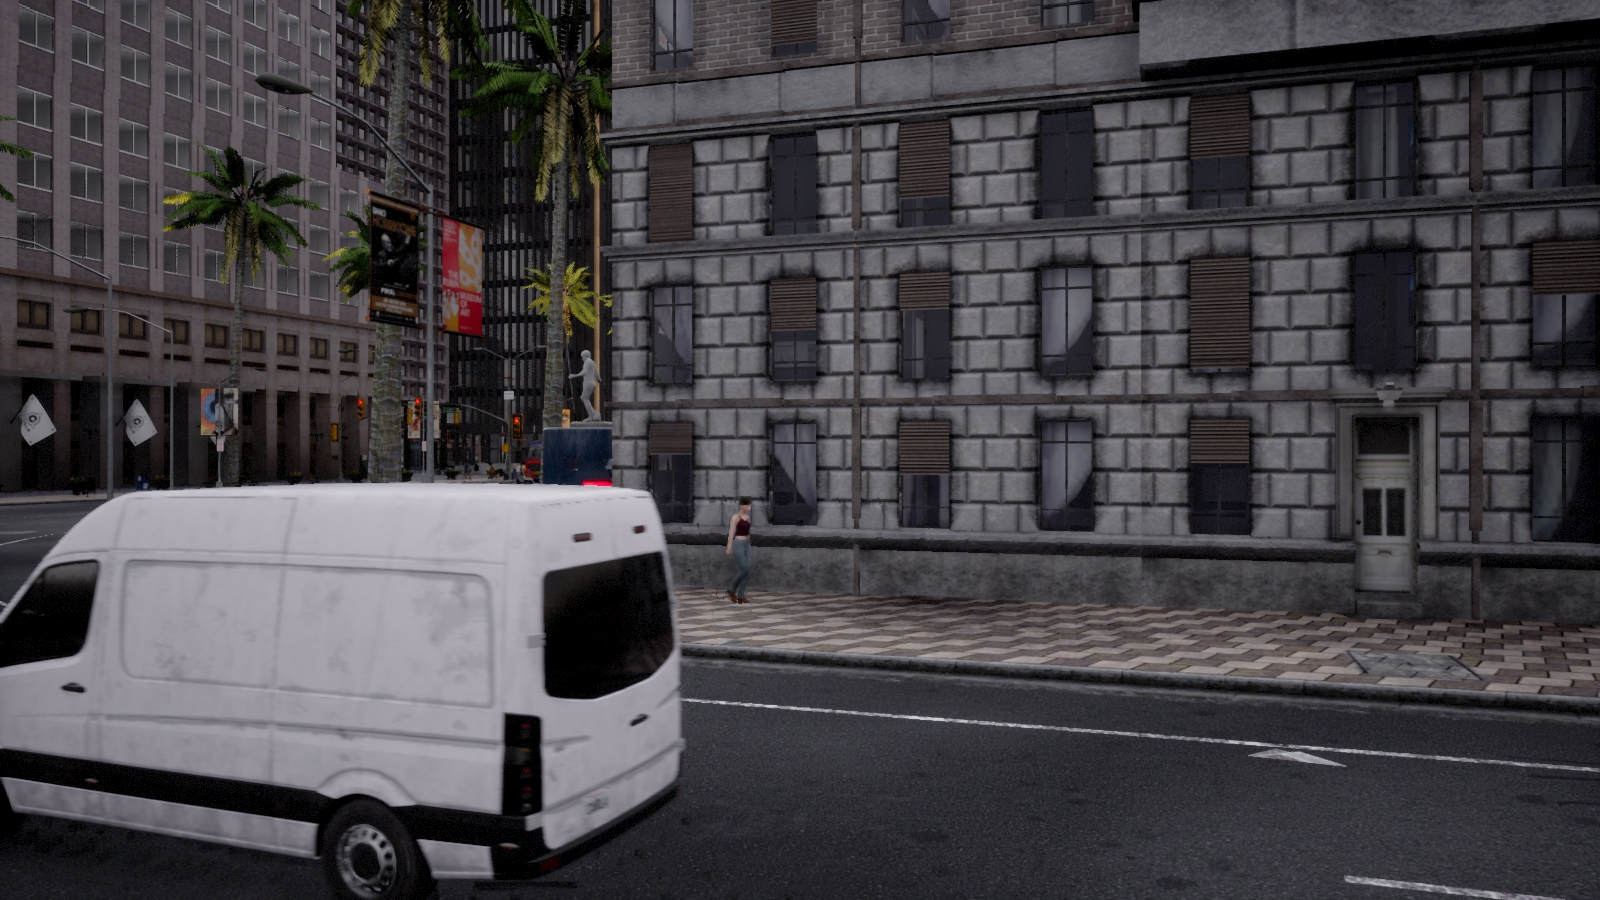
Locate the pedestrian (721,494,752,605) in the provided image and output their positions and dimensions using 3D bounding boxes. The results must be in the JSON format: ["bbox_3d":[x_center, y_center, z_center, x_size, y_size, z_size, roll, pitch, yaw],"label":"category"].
[{"bbox_3d":[-1.095,1.696,19.664,0.375,1.860,0.375,0,0,34],"label":"pedestrian"}]

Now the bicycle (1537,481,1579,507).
[{"bbox_3d":[38.773,2.261,58.453,0.329,1.171,1.835,2,2,-24],"label":"bicycle"}]

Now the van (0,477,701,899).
[{"bbox_3d":[-3.822,1.534,8.341,5.915,2.561,1.988,0,0,22],"label":"van"}]
